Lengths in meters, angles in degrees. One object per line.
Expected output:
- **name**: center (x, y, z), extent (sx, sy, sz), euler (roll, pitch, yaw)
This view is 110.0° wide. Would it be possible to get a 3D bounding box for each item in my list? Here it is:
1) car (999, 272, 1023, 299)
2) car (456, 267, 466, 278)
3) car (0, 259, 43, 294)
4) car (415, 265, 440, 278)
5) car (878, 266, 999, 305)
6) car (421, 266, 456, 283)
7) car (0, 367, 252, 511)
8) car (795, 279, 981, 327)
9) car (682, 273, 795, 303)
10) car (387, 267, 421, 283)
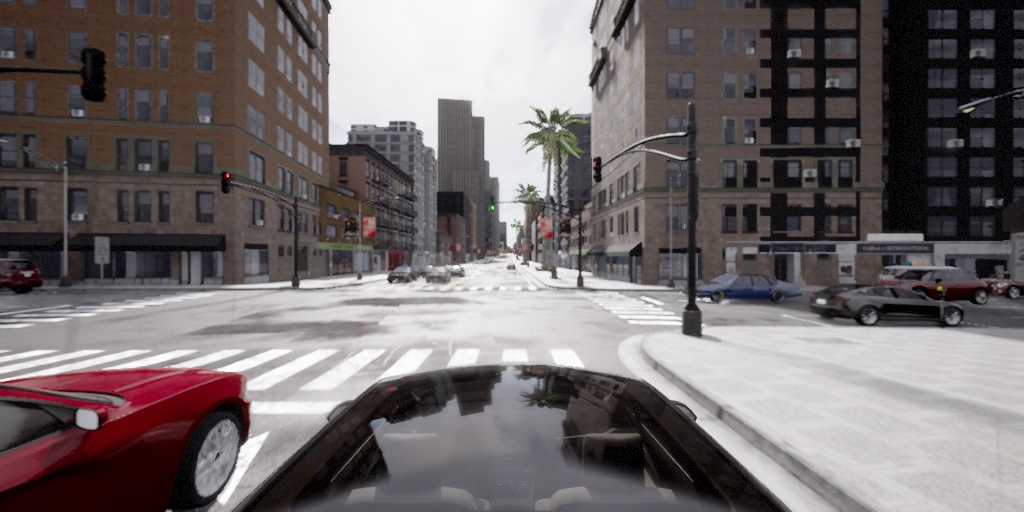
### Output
- **car**: center (29.457, 1.641, 21.049), extent (4.097, 1.591, 1.967), euler (0, 0, 0)
- **car**: center (-6.674, 1.823, 42.368), extent (1.994, 1.385, 4.181), euler (0, -1, 1)
- **car**: center (-27.176, 1.046, 17.997), extent (5.009, 1.841, 2.192), euler (0, 0, -9)
- **car**: center (-9.936, 1.823, 42.330), extent (1.994, 1.385, 4.181), euler (0, -1, -1)
- **car**: center (21.281, 1.493, 18.503), extent (4.553, 1.767, 2.097), euler (0, 0, 0)
- **car**: center (-6.689, 1.692, 33.128), extent (2.033, 1.411, 5.357), euler (0, -1, -4)
- **car**: center (-3.255, 1.223, 1.294), extent (1.882, 1.535, 5.008), euler (0, 0, -3)
- **car**: center (12.938, 1.652, 12.581), extent (4.313, 1.339, 1.948), euler (0, 0, 0)
- **car**: center (11.812, 1.615, 18.542), extent (5.357, 1.411, 2.033), euler (0, 0, 0)
- **car**: center (-9.953, 1.693, 33.143), extent (2.033, 1.411, 5.357), euler (0, -1, -3)
